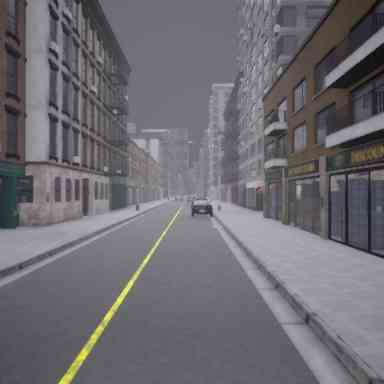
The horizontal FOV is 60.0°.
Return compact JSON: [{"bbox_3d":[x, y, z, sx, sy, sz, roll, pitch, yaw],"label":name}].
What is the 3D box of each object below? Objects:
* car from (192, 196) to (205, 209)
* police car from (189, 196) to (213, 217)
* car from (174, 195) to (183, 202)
[{"bbox_3d":[0.900,1.433,47.291,1.801,1.575,5.366,0,0,0],"label":"car"},{"bbox_3d":[0.900,1.404,31.210,1.930,1.638,5.238,0,0,0],"label":"police car"},{"bbox_3d":[-3.000,1.485,75.933,1.812,1.442,4.674,0,0,0],"label":"car"}]
